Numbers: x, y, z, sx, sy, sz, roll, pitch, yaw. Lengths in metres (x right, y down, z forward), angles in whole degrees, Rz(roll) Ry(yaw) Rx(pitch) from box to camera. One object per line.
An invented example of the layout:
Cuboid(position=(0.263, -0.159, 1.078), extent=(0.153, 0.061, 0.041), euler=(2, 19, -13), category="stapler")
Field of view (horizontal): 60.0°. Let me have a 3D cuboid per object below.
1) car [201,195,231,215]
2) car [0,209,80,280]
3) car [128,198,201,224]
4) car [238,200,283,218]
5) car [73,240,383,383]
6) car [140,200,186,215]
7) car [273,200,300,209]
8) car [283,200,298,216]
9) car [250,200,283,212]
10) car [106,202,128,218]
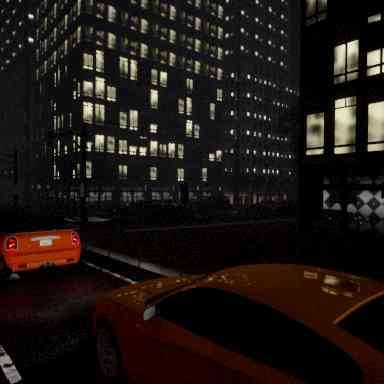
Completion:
Cuboid(position=(1.949, 1.423, 37.445), extent=(5.566, 2.045, 2.150), euler=(1, 1, -39), category="car")
Cuboid(position=(-5.186, 1.347, 10.335), extent=(2.097, 1.767, 4.553), euler=(0, 0, -40), category="car")
Cuboid(position=(-2.139, 1.523, 26.708), extent=(5.009, 1.841, 2.192), euler=(1, 0, -39), category="car")
Cuboid(position=(6.760, 1.832, 33.910), extent=(4.829, 1.417, 1.752), euler=(1, 0, -39), category="car")
Cuboid(position=(0.730, 1.476, 3.273), extent=(1.882, 1.535, 5.008), euler=(0, 0, -40), category="car")
Cuboid(position=(-3.163, 1.647, 36.662), extent=(4.829, 1.417, 1.752), euler=(1, 0, -39), category="car")
Cuboid(position=(14.502, 1.881, 50.954), extent=(4.313, 1.339, 1.947), euler=(1, 0, -39), category="car")
Cuboid(position=(11.012, 1.935, 37.351), extent=(4.206, 1.307, 1.802), euler=(1, 0, -39), category="car")
Cuboid(position=(9.850, 1.814, 43.834), extent=(4.674, 1.442, 1.812), euler=(1, 1, -39), category="car")
Cuboid(position=(-5.745, 1.642, 31.239), extent=(4.674, 1.442, 1.812), euler=(1, 1, -38), category="car")
